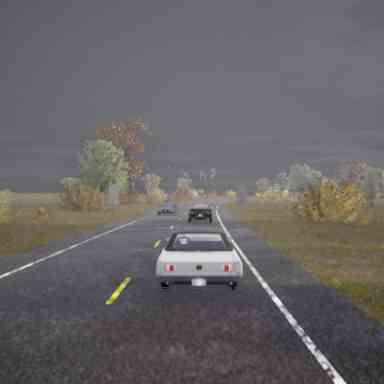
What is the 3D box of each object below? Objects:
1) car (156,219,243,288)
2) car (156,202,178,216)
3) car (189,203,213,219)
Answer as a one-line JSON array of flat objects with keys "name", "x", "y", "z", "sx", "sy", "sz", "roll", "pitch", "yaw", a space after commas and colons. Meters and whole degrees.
[{"name": "car", "x": 0.185, "y": 1.662, "z": 9.359, "sx": 1.895, "sy": 1.301, "sz": 4.718, "roll": 0, "pitch": 0, "yaw": 1}, {"name": "car", "x": -2.574, "y": 1.791, "z": 35.654, "sx": 1.994, "sy": 1.385, "sz": 4.181, "roll": 0, "pitch": 0, "yaw": 3}, {"name": "car", "x": 0.747, "y": 1.657, "z": 28.144, "sx": 1.882, "sy": 1.535, "sz": 5.008, "roll": 0, "pitch": 0, "yaw": 2}]
